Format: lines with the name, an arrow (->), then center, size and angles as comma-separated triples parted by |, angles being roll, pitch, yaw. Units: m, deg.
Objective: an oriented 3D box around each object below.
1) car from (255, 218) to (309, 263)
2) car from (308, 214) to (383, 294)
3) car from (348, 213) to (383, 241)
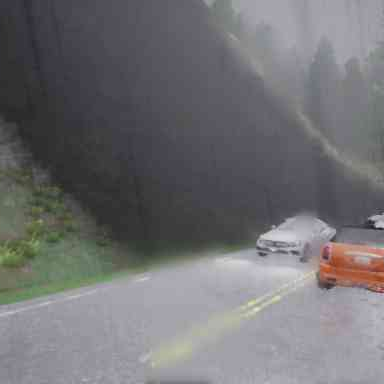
car -> 4.307, 1.771, 13.257 | 1.812, 1.442, 4.674 | 1, -1, 40
car -> 5.018, 1.564, 8.909 | 2.097, 1.767, 4.553 | 1, -1, 38
car -> 11.762, 2.067, 20.332 | 4.674, 1.442, 1.812 | 2, -2, -33
